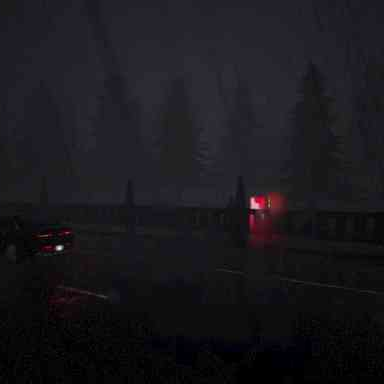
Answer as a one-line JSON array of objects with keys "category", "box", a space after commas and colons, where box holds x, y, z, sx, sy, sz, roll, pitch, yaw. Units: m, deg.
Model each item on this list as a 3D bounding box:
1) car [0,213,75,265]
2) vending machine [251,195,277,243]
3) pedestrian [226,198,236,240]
[{"category": "car", "box": [-6.277, 1.505, 11.643, 4.892, 1.490, 1.837, 0, 0, 29]}, {"category": "vending machine", "box": [3.308, 1.195, 15.253, 0.880, 2.100, 1.100, 0, 0, 32]}, {"category": "pedestrian", "box": [1.732, 1.141, 14.509, 0.375, 1.860, 0.375, 0, 0, 31]}]
